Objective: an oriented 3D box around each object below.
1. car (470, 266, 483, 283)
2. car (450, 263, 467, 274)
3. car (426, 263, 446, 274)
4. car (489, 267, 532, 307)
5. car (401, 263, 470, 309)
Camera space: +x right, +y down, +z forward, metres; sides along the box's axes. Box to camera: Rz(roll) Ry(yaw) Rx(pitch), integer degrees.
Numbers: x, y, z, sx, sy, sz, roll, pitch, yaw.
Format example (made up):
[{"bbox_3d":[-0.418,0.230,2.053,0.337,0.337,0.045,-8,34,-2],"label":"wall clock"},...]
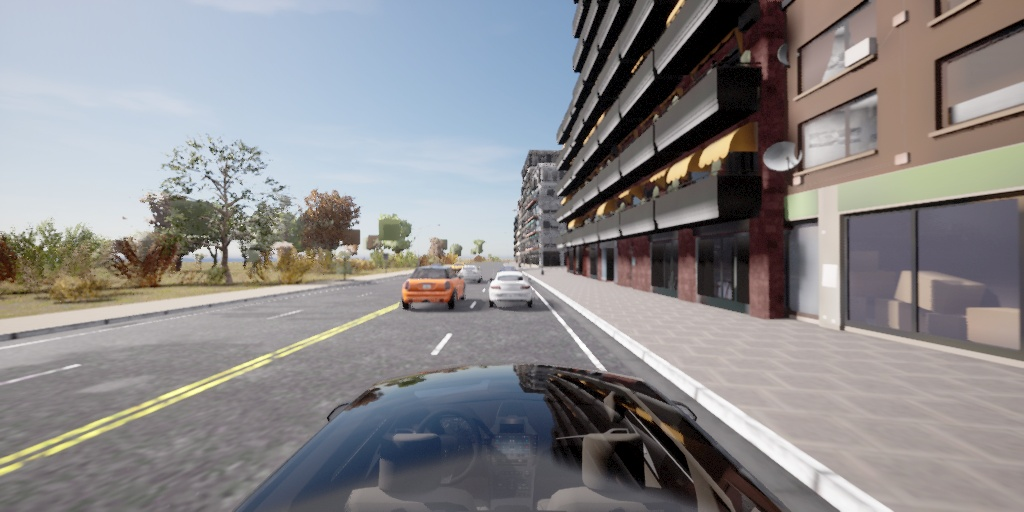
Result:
[{"bbox_3d":[-3.606,1.562,31.336,1.812,1.442,4.674,0,0,-1],"label":"car"},{"bbox_3d":[-7.558,1.716,51.161,1.882,1.535,5.008,0,-1,-2],"label":"car"},{"bbox_3d":[-10.821,1.789,51.504,2.033,1.411,5.357,0,-1,-2],"label":"car"},{"bbox_3d":[-0.072,1.415,16.356,1.812,1.442,4.674,0,0,0],"label":"car"},{"bbox_3d":[-3.320,1.236,16.007,2.097,1.767,4.553,0,-1,-1],"label":"car"}]
